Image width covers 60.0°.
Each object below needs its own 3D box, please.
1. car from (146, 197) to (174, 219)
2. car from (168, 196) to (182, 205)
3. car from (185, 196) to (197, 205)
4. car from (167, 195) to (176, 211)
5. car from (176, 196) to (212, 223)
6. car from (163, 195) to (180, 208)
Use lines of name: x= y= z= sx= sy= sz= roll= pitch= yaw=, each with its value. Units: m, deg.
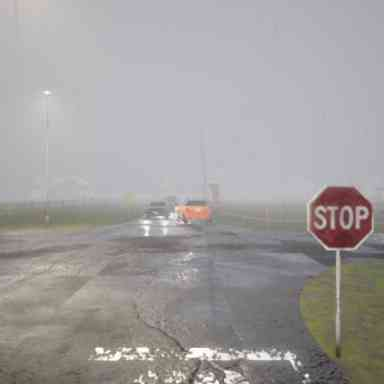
car: x=-2.890 y=1.497 z=29.306 sx=1.837 sy=1.490 sz=4.892 roll=0 pitch=0 yaw=0
car: x=-2.953 y=1.521 z=58.646 sx=2.033 sy=1.411 sz=5.357 roll=0 pitch=0 yaw=0
car: x=-0.149 y=1.520 z=60.917 sx=2.033 sy=1.411 sz=5.357 roll=0 pitch=0 yaw=0
car: x=-2.917 y=1.479 z=38.436 sx=2.128 sy=1.511 sz=4.902 roll=0 pitch=0 yaw=0
car: x=0.179 y=1.345 z=25.731 sx=2.097 sy=1.767 sz=4.553 roll=0 pitch=0 yaw=-7
car: x=-2.932 y=1.333 z=48.447 sx=2.097 sy=1.767 sz=4.553 roll=0 pitch=0 yaw=0
